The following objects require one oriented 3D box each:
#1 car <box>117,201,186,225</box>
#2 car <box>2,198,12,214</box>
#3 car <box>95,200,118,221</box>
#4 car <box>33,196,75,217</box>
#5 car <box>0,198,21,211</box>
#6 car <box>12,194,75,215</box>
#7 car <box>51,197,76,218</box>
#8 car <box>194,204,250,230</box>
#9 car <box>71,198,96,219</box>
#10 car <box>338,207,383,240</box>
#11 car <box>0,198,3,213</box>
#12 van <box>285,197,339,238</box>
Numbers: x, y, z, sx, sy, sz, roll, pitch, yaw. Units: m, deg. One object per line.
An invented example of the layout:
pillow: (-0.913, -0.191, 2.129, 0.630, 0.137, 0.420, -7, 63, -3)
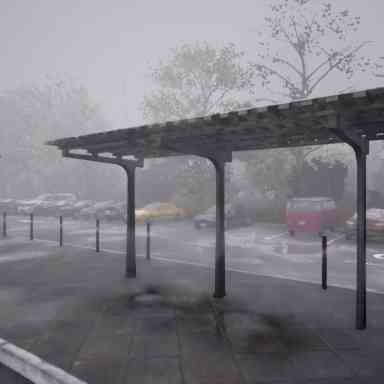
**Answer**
car: (-2.588, 1.467, 24.267, 1.946, 1.575, 5.366, 0, 0, 35)
car: (-16.075, 1.441, 34.037, 2.231, 1.521, 4.892, 0, 0, 35)
car: (-4.729, 1.494, 26.046, 2.163, 1.488, 4.792, 0, 0, 35)
car: (-11.539, 1.450, 30.839, 2.097, 1.535, 5.008, 0, 0, 35)
car: (-22.884, 1.442, 38.830, 2.163, 1.488, 4.792, 1, 0, 35)
car: (-13.823, 1.194, 32.415, 2.435, 2.045, 5.566, 0, 0, 35)
car: (-9.273, 1.455, 29.235, 2.097, 1.535, 5.008, 0, 0, 35)
car: (2.033, 1.510, 21.186, 2.163, 1.488, 4.792, 0, 0, 35)
car: (-7.007, 1.461, 27.631, 2.231, 1.521, 4.892, 0, 0, 35)
car: (8.842, 1.535, 16.397, 2.002, 1.452, 4.674, 0, 0, 35)
car: (-18.341, 1.432, 35.643, 2.097, 1.535, 5.008, 0, 0, 35)
van: (6.647, 1.264, 18.098, 1.878, 1.987, 4.442, 0, 0, 35)
